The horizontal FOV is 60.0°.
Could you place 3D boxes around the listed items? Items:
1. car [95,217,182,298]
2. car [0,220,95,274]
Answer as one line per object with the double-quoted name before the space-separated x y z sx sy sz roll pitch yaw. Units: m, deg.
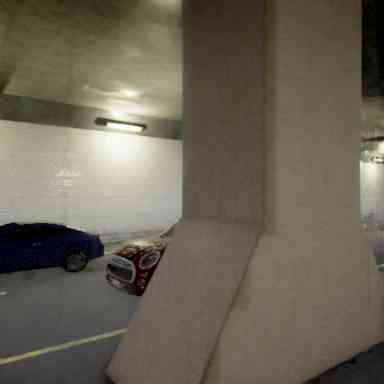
"car" 0.209 1.379 8.440 4.553 1.767 2.097 0 0 -36
"car" -4.775 1.533 9.184 4.674 1.442 1.812 0 0 -36
